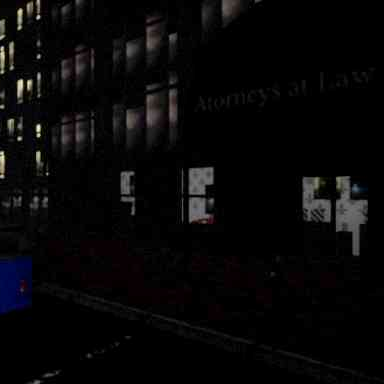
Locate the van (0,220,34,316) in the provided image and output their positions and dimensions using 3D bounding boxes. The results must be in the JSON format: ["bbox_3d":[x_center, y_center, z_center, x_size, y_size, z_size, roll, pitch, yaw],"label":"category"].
[{"bbox_3d":[-4.639,1.344,6.191,3.998,1.788,1.690,0,0,36],"label":"van"}]
